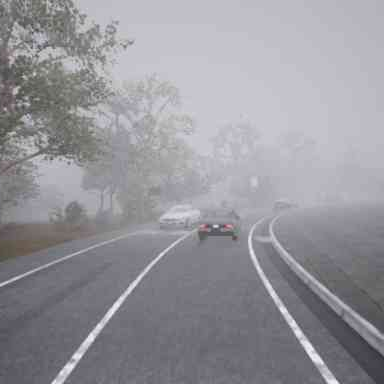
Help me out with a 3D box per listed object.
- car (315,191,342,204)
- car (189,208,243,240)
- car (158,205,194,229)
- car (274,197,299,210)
[{"bbox_3d":[23.467,0.915,57.281,5.566,2.045,2.150,-2,-3,-36],"label":"car"},{"bbox_3d":[1.537,1.540,16.978,2.033,1.411,5.357,-1,0,11],"label":"car"},{"bbox_3d":[-0.712,1.594,22.170,1.812,1.442,4.674,-2,-1,16],"label":"car"},{"bbox_3d":[11.195,1.379,39.723,1.812,1.442,4.674,-4,-1,33],"label":"car"}]
